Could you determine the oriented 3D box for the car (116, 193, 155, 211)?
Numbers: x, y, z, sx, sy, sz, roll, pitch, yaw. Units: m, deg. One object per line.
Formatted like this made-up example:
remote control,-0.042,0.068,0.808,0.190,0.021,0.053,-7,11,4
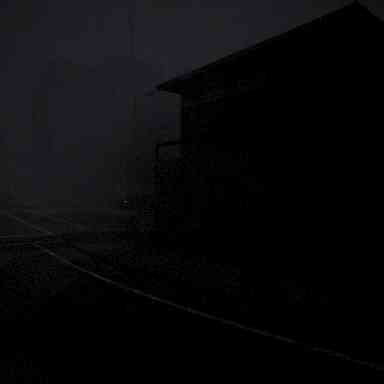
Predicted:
car,-6.128,1.170,39.225,5.566,2.045,2.150,2,0,-39
